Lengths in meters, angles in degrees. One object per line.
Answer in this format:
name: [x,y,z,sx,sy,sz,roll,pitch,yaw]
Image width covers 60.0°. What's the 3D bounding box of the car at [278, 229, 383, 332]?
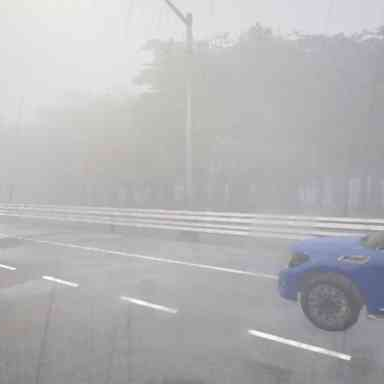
car: [4.218,1.222,5.157,5.566,2.045,2.150,0,0,36]
